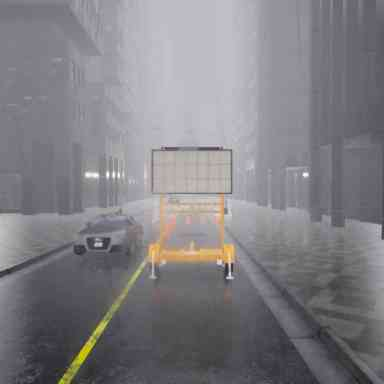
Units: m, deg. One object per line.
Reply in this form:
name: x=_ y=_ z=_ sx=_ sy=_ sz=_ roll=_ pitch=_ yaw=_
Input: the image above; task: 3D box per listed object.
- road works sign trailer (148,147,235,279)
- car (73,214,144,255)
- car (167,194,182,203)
road works sign trailer: x=0.003 y=0.459 z=10.014 sx=2.380 sy=3.560 sz=2.880 roll=0 pitch=0 yaw=1
car: x=-3.108 y=1.556 z=13.042 sx=1.994 sy=1.385 sz=4.181 roll=0 pitch=0 yaw=0
car: x=-3.112 y=1.429 z=56.638 sx=1.837 sy=1.490 sz=4.892 roll=0 pitch=0 yaw=0
